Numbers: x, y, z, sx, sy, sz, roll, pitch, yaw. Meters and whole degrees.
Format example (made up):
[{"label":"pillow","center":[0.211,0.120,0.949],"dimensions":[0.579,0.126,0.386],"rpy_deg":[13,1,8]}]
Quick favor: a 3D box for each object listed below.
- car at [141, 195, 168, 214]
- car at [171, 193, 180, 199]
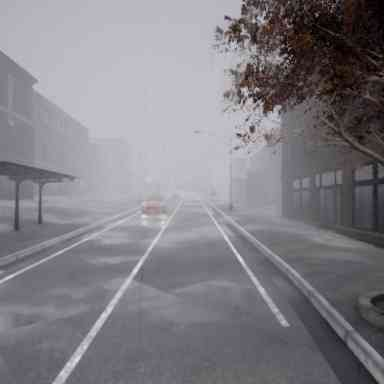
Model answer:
[{"label":"car","center":[-3.417,1.055,31.035],"dimensions":[2.097,1.767,4.553],"rpy_deg":[0,1,0]},{"label":"car","center":[-3.576,0.857,71.756],"dimensions":[2.033,1.411,5.357],"rpy_deg":[0,0,0]}]
